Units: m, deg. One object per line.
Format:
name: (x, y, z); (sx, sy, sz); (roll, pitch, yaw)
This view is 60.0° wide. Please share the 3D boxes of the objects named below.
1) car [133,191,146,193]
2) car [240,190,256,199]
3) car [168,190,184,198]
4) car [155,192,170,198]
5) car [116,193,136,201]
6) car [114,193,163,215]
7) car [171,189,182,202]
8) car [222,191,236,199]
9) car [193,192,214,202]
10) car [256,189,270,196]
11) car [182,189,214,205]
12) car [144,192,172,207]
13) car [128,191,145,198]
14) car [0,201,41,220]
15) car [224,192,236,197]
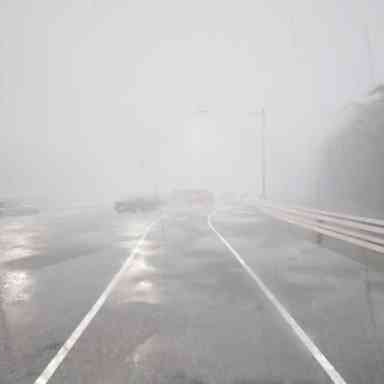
car: (-9.641, 0.677, 64.161); (2.097, 1.767, 4.553); (0, 1, 22)
car: (11.475, 0.642, 69.909); (1.994, 1.385, 4.181); (0, 1, 22)
car: (-3.805, 0.483, 78.860); (2.097, 1.767, 4.553); (0, 1, 22)
car: (-7.083, 0.696, 80.086); (1.994, 1.385, 4.181); (0, 1, 22)
car: (-12.912, 0.897, 65.382); (1.994, 1.385, 4.181); (0, 1, 22)
car: (-4.794, 1.112, 29.065); (1.882, 1.535, 5.008); (0, 1, 22)
car: (-1.640, 0.561, 55.836); (2.150, 2.045, 5.566); (0, 1, 22)
car: (7.841, 0.470, 70.237); (2.097, 1.767, 4.553); (0, 1, 22)
car: (1.965, 0.791, 55.423); (1.882, 1.535, 5.008); (0, 1, 22)
car: (18.826, 0.446, 88.553); (1.895, 1.301, 4.718); (0, 1, 21)
car: (1.155, 0.656, 43.957); (2.150, 2.045, 5.566); (0, 1, 22)
car: (-4.710, 1.084, 38.709); (2.033, 1.411, 5.357); (0, 1, 22)
car: (-13.719, 0.654, 82.341); (1.882, 1.535, 5.008); (0, 1, 22)
car: (-13.885, 1.350, 25.180); (1.895, 1.301, 4.718); (0, 1, 22)
car: (9.762, 0.556, 84.634); (1.895, 1.301, 4.718); (0, 1, 21)
